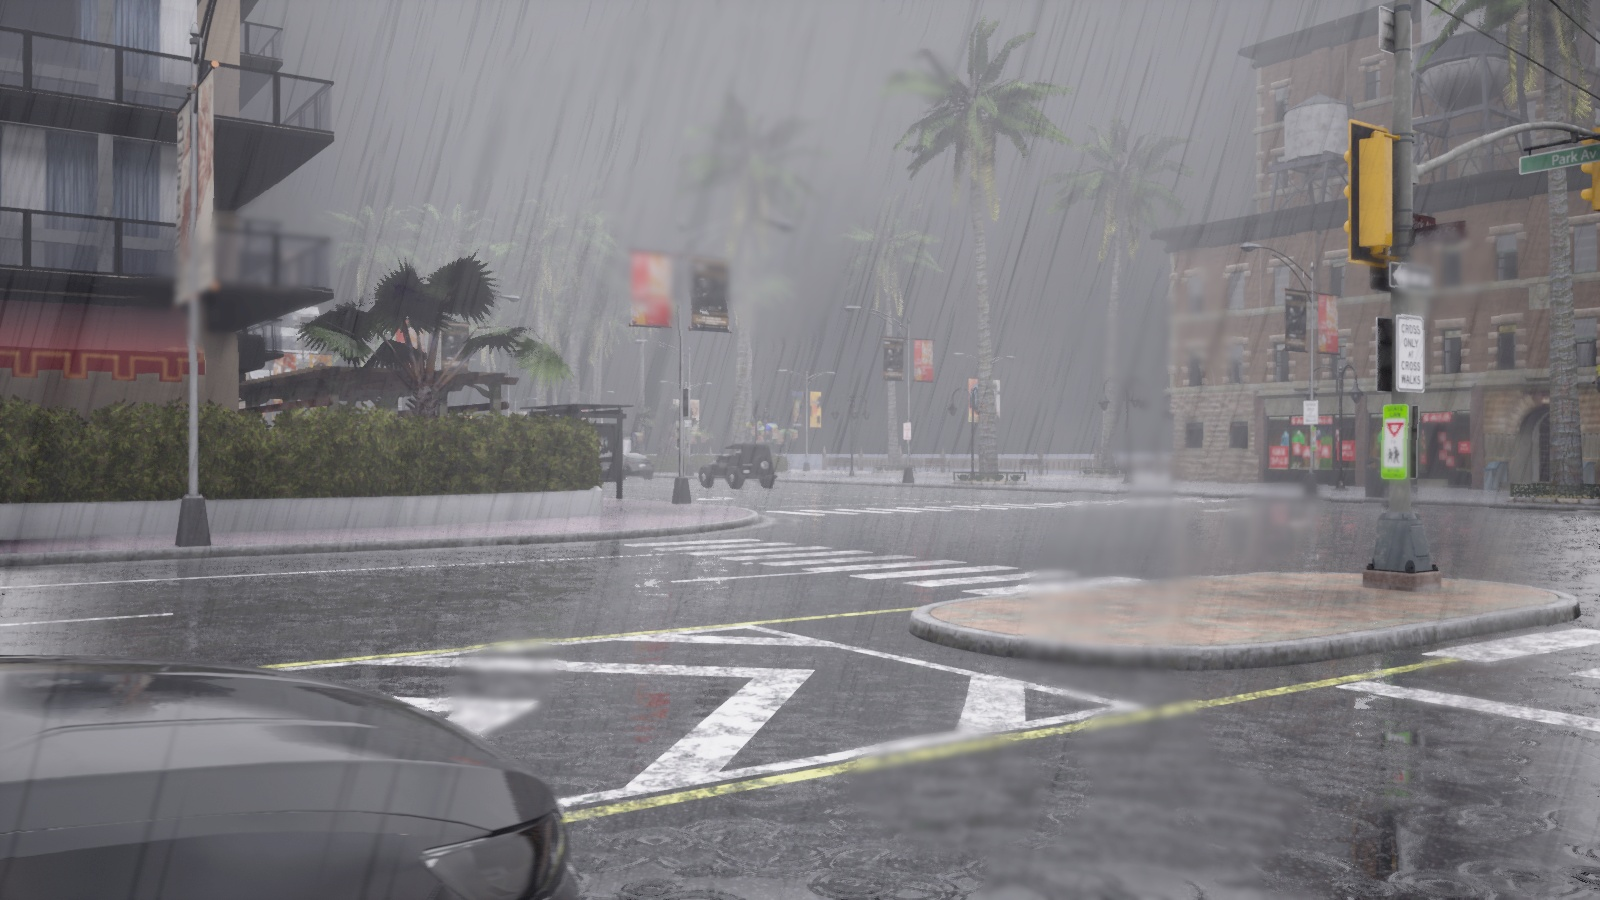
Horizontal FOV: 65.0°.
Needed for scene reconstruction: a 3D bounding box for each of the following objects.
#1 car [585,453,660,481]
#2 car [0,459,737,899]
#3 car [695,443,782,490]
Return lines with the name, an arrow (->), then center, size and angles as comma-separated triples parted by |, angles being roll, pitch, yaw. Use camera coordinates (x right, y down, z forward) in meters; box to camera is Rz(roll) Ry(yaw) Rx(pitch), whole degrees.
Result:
car -> -9.873, 0.936, 69.615 | 2.163, 1.488, 4.792 | 0, 0, -35
car -> -2.658, 0.758, 1.808 | 4.892, 1.490, 1.837 | 0, 0, -35
car -> -2.634, 0.676, 52.907 | 1.905, 1.878, 3.866 | 0, 0, -34
